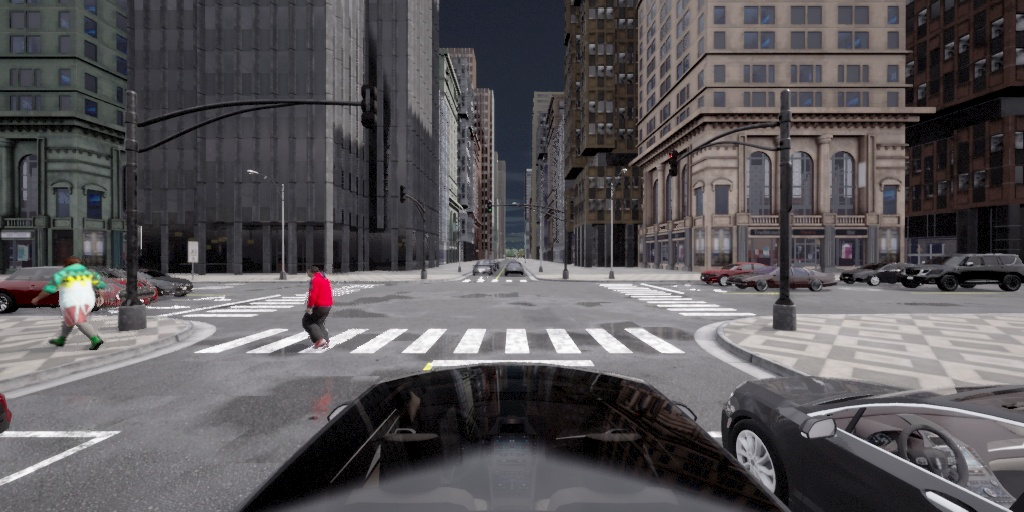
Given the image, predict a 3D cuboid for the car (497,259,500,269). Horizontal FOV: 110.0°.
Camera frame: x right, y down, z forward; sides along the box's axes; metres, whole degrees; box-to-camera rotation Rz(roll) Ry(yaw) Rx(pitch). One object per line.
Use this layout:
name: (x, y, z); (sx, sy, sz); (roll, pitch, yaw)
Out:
car: (-2.921, 1.243, 46.254); (2.128, 1.511, 4.902); (0, 0, 0)

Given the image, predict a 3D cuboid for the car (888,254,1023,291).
car: (25.442, 0.891, 20.363); (5.566, 2.045, 2.150); (0, 0, 1)

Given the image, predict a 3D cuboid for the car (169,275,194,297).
car: (-17.933, 1.307, 16.973); (4.892, 1.490, 1.837); (0, 0, 0)

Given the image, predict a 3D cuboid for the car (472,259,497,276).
car: (-2.942, 1.243, 36.906); (2.128, 1.511, 4.902); (0, 0, 0)

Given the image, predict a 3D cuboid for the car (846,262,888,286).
car: (24.481, 1.164, 23.625); (4.892, 1.490, 1.837); (0, 0, 0)

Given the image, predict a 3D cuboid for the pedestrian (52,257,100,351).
pedestrian: (-8.561, 0.891, 7.050); (0.375, 1.860, 0.375); (0, 0, 0)

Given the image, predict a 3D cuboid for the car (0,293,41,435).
car: (-5.763, 1.190, 1.569); (1.967, 1.591, 4.097); (0, 0, 0)

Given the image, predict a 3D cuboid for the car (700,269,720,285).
car: (15.102, 1.161, 23.638); (5.008, 1.535, 1.882); (0, 0, 0)

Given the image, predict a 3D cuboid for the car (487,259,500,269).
car: (-2.889, 1.261, 56.980); (1.837, 1.490, 4.892); (0, 0, 0)

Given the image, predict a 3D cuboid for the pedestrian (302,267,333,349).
pedestrian: (-4.146, 1.049, 7.652); (0.375, 1.860, 0.375); (0, 0, 0)

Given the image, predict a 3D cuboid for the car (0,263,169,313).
car: (-16.502, 1.164, 13.722); (4.553, 1.767, 2.097); (0, 0, 0)

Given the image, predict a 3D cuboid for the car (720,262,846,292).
car: (15.254, 1.244, 20.390); (5.357, 1.411, 2.033); (0, 0, 0)

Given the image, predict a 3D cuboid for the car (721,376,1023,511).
car: (2.762, 1.300, 1.564); (2.007, 1.370, 4.403); (0, 0, 0)

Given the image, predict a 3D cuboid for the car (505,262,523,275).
car: (0.240, 1.315, 39.299); (1.994, 1.385, 4.181); (0, 0, 0)

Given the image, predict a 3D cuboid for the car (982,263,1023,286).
car: (34.973, 1.177, 23.606); (5.357, 1.411, 2.033); (0, 0, 0)
